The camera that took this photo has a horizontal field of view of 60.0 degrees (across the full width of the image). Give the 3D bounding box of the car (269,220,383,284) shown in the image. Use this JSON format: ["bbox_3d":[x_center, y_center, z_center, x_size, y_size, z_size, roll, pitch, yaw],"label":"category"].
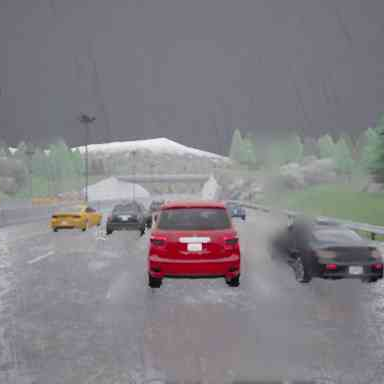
[{"bbox_3d":[3.539,1.536,9.513,1.812,1.442,4.674,0,0,0],"label":"car"}]

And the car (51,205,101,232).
[{"bbox_3d":[-7.047,1.573,20.805,1.882,1.535,5.008,0,0,0],"label":"car"}]

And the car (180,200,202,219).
[{"bbox_3d":[-0.125,1.568,31.183,1.882,1.535,5.008,0,0,0],"label":"car"}]

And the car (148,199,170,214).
[{"bbox_3d":[-3.675,1.618,37.792,2.128,1.511,4.902,0,0,0],"label":"car"}]

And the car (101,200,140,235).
[{"bbox_3d":[-3.535,1.426,19.528,2.097,1.767,4.553,0,0,0],"label":"car"}]

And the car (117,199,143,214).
[{"bbox_3d":[-7.183,1.639,38.963,2.128,1.511,4.902,0,0,0],"label":"car"}]

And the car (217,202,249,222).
[{"bbox_3d":[3.395,1.613,28.556,2.033,1.411,5.357,0,0,0],"label":"car"}]

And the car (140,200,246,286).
[{"bbox_3d":[0.038,1.249,9.610,2.150,2.045,5.566,0,0,0],"label":"car"}]
